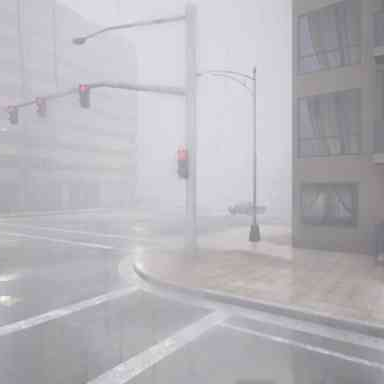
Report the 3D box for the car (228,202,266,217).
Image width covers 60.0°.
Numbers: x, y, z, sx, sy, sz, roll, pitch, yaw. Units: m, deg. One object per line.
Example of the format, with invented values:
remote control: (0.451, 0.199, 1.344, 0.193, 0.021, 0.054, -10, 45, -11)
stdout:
car: (5.382, 1.596, 31.761, 1.895, 1.301, 4.718, 0, 0, 35)
